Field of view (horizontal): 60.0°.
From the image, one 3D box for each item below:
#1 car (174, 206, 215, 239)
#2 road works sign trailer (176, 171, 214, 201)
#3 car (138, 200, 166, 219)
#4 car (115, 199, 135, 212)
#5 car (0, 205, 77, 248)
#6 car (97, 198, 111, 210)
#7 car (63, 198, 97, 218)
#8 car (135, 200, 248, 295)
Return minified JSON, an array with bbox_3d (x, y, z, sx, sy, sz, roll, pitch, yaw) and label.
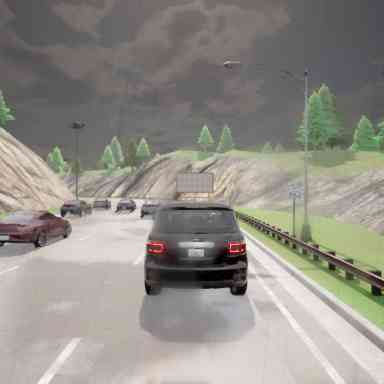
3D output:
[{"bbox_3d":[0.109,1.559,18.060,1.994,1.385,4.181,0,0,0],"label":"car"},{"bbox_3d":[0.189,0.464,21.556,2.380,3.560,2.880,0,0,0],"label":"road works sign trailer"},{"bbox_3d":[-3.532,1.491,30.221,2.128,1.511,4.902,0,0,-2],"label":"car"},{"bbox_3d":[-7.477,1.525,37.957,1.812,1.442,4.674,0,0,-5],"label":"car"},{"bbox_3d":[-6.916,1.526,14.621,1.812,1.442,4.674,0,0,0],"label":"car"},{"bbox_3d":[-11.481,1.491,42.464,2.128,1.511,4.902,0,0,-7],"label":"car"},{"bbox_3d":[-10.551,1.503,30.614,1.837,1.490,4.892,0,0,-2],"label":"car"},{"bbox_3d":[0.088,1.221,8.833,2.150,2.045,5.566,0,0,0],"label":"car"}]
